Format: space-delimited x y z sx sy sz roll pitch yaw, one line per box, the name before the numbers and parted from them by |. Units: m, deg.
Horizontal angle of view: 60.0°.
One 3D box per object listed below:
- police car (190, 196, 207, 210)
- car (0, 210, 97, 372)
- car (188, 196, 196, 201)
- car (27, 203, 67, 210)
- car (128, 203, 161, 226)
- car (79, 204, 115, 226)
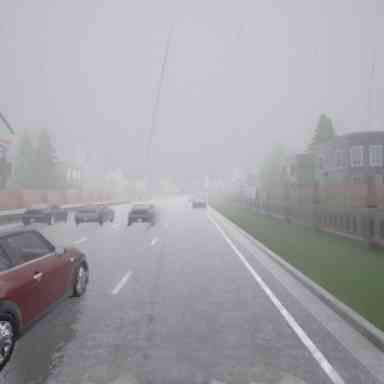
police car | 1.023 1.598 46.613 1.930 1.638 5.238 0 0 0
car | -3.404 1.373 5.750 2.097 1.767 4.553 0 0 0
car | -0.053 1.865 94.359 2.033 1.411 5.357 0 0 0
car | -10.414 1.593 24.115 1.837 1.490 4.892 0 0 0
car | -3.414 1.594 24.114 1.837 1.490 4.892 0 0 0
car | -6.915 1.580 24.037 2.128 1.511 4.902 0 0 0
